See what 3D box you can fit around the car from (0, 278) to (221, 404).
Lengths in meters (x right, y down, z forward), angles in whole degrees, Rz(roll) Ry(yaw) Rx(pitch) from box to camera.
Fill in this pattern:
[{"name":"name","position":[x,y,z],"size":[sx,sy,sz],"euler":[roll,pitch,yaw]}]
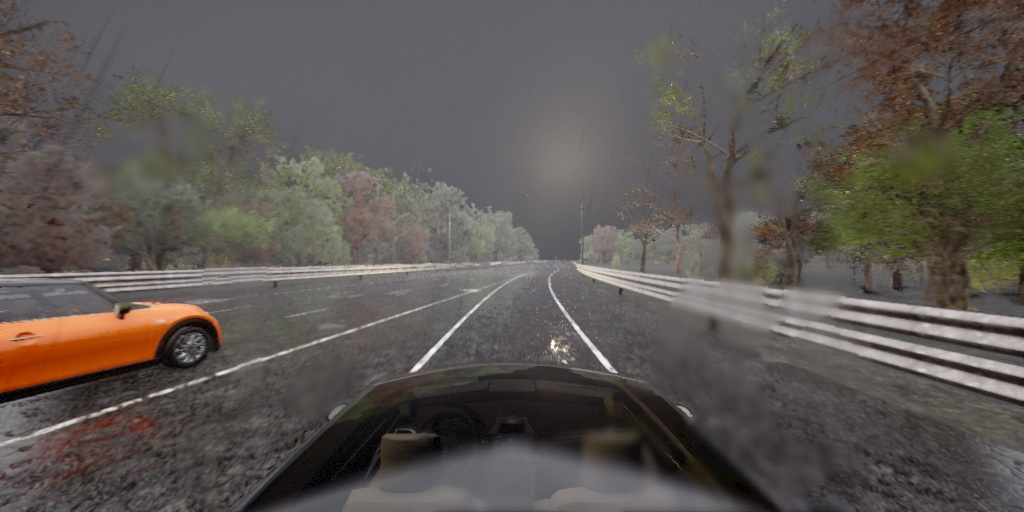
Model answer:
[{"name":"car","position":[-6.955,1.093,5.172],"size":[2.097,1.767,4.553],"euler":[0,-1,9]}]
